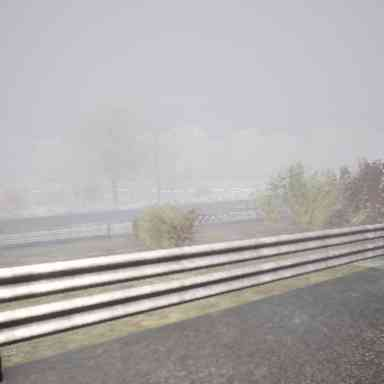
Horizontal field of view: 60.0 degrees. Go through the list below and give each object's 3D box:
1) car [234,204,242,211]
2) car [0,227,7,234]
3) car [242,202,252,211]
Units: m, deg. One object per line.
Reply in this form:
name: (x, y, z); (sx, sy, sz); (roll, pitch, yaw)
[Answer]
car: (9.184, 2.294, 52.406); (4.718, 1.301, 1.895); (-4, 2, -19)
car: (-25.170, 4.758, 40.304); (4.718, 1.301, 1.895); (-4, 2, -20)
car: (10.314, 2.099, 49.086); (4.553, 1.767, 2.097); (-4, 2, -19)
